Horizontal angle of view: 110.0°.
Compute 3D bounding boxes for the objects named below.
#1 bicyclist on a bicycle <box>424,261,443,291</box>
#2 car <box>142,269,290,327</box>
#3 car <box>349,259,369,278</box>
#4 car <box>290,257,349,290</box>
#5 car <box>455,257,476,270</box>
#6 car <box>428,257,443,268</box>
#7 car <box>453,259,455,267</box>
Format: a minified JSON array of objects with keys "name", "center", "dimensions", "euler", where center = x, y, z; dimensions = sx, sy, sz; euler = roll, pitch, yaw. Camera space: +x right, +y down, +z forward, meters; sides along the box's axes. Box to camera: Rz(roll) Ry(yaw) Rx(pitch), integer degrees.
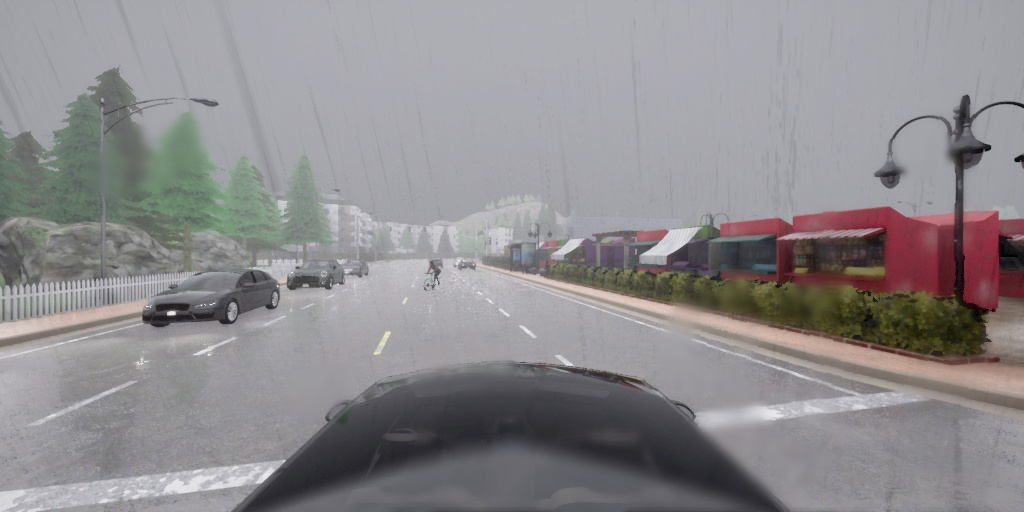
[{"name":"bicyclist on a bicycle","center":[-4.277,1.078,19.581],"dimensions":[0.582,1.620,1.656],"euler":[0,1,25]},{"name":"car","center":[-9.169,1.189,11.453],"dimensions":[1.837,1.490,4.892],"euler":[0,0,-13]},{"name":"car","center":[-13.539,1.032,30.683],"dimensions":[2.128,1.511,4.902],"euler":[0,0,-13]},{"name":"car","center":[-11.356,0.964,21.057],"dimensions":[2.097,1.767,4.553],"euler":[0,0,-13]},{"name":"car","center":[-5.550,1.045,43.722],"dimensions":[1.895,1.301,4.718],"euler":[0,0,-13]},{"name":"car","center":[-10.771,0.895,50.791],"dimensions":[1.837,1.490,4.892],"euler":[0,0,-13]},{"name":"car","center":[-7.553,0.903,52.607],"dimensions":[1.812,1.442,4.674],"euler":[0,0,-12]}]
